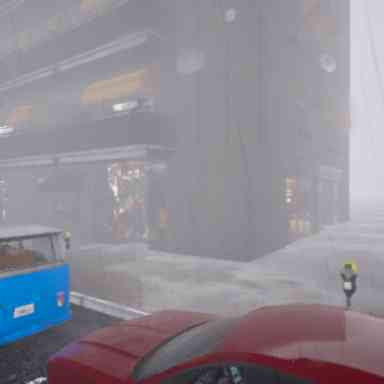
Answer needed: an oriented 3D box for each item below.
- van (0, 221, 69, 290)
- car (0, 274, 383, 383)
[{"bbox_3d":[-3.765,1.365,5.554,3.998,1.788,1.690,0,0,36],"label":"van"},{"bbox_3d":[0.731,1.547,2.345,4.507,1.381,1.887,0,0,36],"label":"car"}]
